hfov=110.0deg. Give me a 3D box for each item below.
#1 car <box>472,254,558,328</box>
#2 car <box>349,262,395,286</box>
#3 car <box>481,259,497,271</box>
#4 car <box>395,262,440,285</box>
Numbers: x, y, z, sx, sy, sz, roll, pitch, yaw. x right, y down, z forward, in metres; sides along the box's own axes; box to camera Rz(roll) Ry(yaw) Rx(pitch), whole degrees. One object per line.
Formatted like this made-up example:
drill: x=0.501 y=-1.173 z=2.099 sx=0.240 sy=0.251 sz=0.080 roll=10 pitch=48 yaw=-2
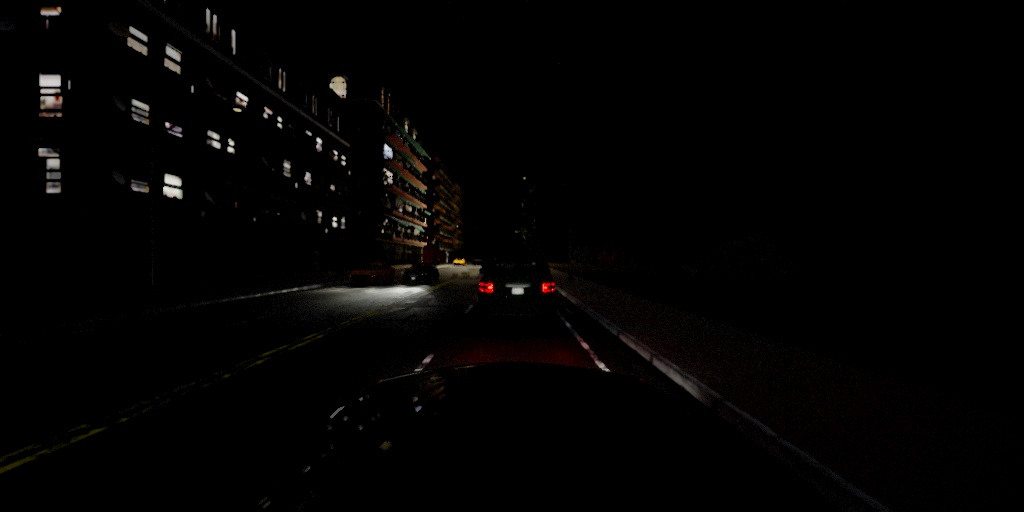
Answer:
car: x=0.105 y=0.965 z=11.487 sx=2.150 sy=2.045 sz=5.566 roll=0 pitch=0 yaw=-1
car: x=-9.850 y=1.217 z=25.646 sx=1.882 sy=1.535 sz=5.008 roll=0 pitch=0 yaw=0
car: x=-3.229 y=1.230 z=50.697 sx=1.837 sy=1.490 sz=4.892 roll=0 pitch=0 yaw=0
car: x=-6.599 y=1.231 z=26.420 sx=2.128 sy=1.511 sz=4.902 roll=0 pitch=0 yaw=0
